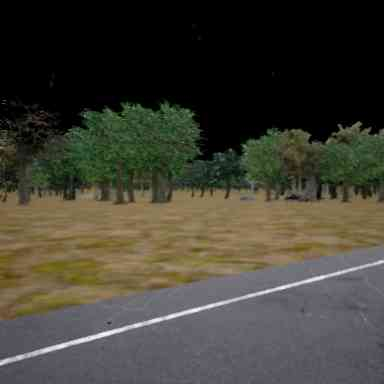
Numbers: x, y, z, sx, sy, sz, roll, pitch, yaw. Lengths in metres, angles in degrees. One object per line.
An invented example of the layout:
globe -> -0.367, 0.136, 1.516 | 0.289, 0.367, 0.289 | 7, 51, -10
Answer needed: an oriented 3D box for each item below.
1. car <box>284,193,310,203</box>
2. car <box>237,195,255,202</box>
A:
car -> 21.914, 1.171, 69.642 | 2.150, 2.045, 5.566 | 2, -1, -35
car -> 13.282, 1.529, 81.876 | 2.128, 1.511, 4.902 | 2, -2, -35
